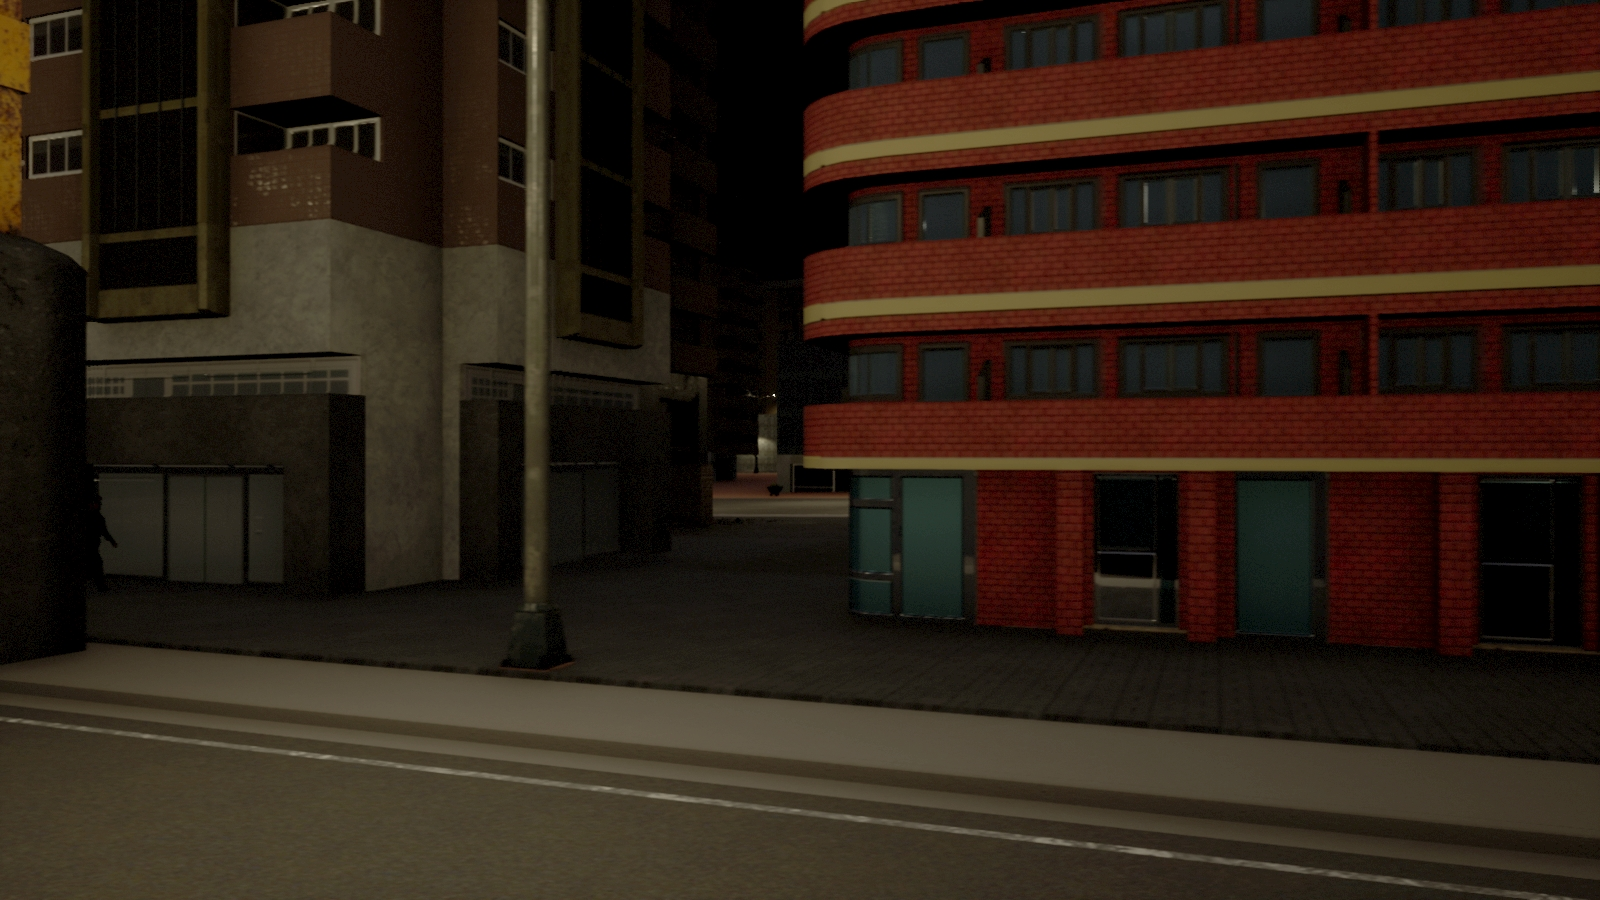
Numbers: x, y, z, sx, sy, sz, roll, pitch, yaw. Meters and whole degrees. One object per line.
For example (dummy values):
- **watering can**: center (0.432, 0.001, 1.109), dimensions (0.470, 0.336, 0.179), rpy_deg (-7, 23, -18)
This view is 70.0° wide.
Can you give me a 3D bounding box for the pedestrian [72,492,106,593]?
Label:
- **pedestrian**: center (-13.342, 1.731, 21.449), dimensions (0.375, 1.860, 0.375), rpy_deg (0, 0, 10)
